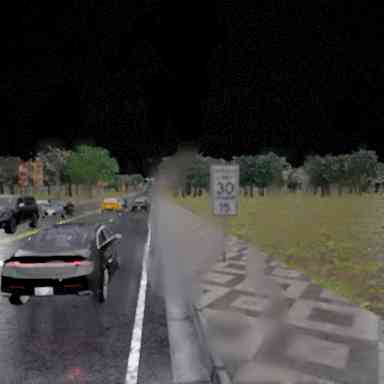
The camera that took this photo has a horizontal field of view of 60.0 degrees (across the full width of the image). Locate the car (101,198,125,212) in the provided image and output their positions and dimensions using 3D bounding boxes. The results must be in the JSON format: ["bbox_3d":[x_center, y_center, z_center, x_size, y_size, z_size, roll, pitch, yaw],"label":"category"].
[{"bbox_3d":[-9.460,1.496,39.202,1.882,1.535,5.008,0,0,-6],"label":"car"}]

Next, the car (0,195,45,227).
[{"bbox_3d":[-10.682,1.196,19.232,2.150,2.045,5.566,0,0,-7],"label":"car"}]

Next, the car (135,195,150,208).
[{"bbox_3d":[-7.467,1.404,50.526,2.097,1.767,4.553,0,0,-6],"label":"car"}]

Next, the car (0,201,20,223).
[{"bbox_3d":[-14.524,1.486,24.460,1.812,1.442,4.674,0,0,-6],"label":"car"}]

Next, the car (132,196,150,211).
[{"bbox_3d":[-6.346,1.546,40.698,1.837,1.490,4.892,0,0,-6],"label":"car"}]

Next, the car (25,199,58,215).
[{"bbox_3d":[-15.594,1.498,34.719,1.812,1.442,4.674,0,0,-8],"label":"car"}]

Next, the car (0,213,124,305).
[{"bbox_3d":[-2.819,1.496,8.148,2.128,1.511,4.902,0,0,-6],"label":"car"}]

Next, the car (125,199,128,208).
[{"bbox_3d":[-10.636,1.577,49.406,2.033,1.411,5.357,0,0,-6],"label":"car"}]

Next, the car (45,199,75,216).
[{"bbox_3d":[-11.809,1.478,29.551,2.128,1.511,4.902,0,0,-6],"label":"car"}]
